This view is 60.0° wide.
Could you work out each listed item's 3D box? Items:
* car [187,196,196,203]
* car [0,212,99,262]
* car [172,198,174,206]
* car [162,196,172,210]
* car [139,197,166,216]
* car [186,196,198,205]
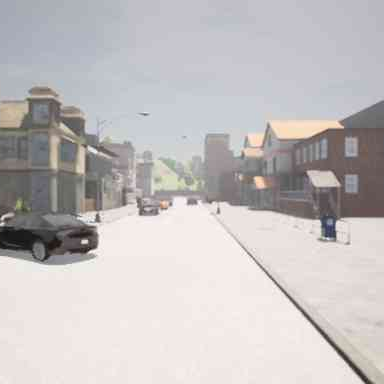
[{"bbox_3d":[-0.050,1.539,68.554,1.837,1.490,4.892,0,0,0],"label":"car"},{"bbox_3d":[-5.640,1.484,12.174,5.008,1.535,1.882,0,-1,31],"label":"car"},{"bbox_3d":[-4.038,1.381,52.424,2.097,1.767,4.553,0,0,0],"label":"car"},{"bbox_3d":[-4.097,1.375,42.361,2.097,1.767,4.553,0,0,0],"label":"car"},{"bbox_3d":[-4.119,1.510,33.261,2.128,1.511,4.902,0,0,0],"label":"car"},{"bbox_3d":[0.058,1.509,57.760,1.882,1.535,5.008,0,0,0],"label":"car"}]
